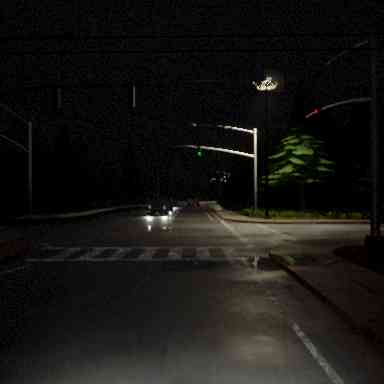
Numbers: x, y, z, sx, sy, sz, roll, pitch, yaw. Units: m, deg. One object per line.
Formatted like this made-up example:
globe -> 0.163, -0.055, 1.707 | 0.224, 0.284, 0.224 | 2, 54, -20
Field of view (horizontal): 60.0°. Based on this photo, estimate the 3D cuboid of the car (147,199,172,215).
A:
car -> -3.630, 1.591, 36.570 | 2.097, 1.767, 4.553 | 0, 0, 0

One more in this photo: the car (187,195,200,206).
car -> 0.250, 1.591, 61.946 | 2.150, 2.045, 5.566 | 0, 0, 2

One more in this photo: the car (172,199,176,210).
car -> -3.621, 1.802, 46.440 | 1.837, 1.490, 4.892 | 0, 0, 0

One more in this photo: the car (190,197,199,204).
car -> 0.590, 1.924, 75.141 | 1.882, 1.535, 5.008 | 0, 0, 2

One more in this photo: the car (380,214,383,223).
car -> 14.907, 1.687, 21.866 | 4.718, 1.301, 1.895 | 0, 0, 1
